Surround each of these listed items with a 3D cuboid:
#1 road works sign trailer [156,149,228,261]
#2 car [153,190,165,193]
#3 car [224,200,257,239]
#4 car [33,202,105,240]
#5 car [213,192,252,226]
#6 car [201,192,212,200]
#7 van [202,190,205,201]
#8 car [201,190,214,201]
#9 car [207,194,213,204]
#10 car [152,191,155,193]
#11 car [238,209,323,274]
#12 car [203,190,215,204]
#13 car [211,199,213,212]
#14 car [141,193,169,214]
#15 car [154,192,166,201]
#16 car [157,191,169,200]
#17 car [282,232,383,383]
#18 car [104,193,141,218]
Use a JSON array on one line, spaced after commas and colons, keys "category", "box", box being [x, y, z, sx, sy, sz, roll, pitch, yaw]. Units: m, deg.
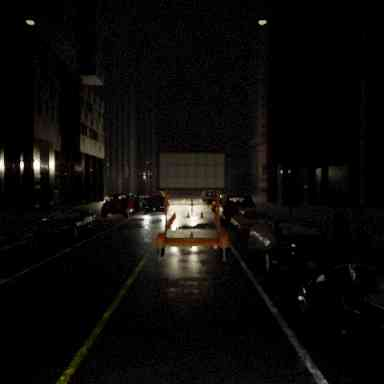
[{"category": "road works sign trailer", "box": [0.004, 0.322, 11.664, 2.380, 3.560, 2.880, 0, 1, 0]}, {"category": "car", "box": [-5.749, 0.657, 54.685, 2.192, 1.841, 5.009, 0, 1, 0]}, {"category": "car", "box": [2.765, 1.335, 15.647, 1.752, 1.417, 4.829, 0, 1, 0]}, {"category": "car", "box": [-5.760, 1.362, 15.476, 2.008, 1.369, 4.403, 0, 1, 0]}, {"category": "car", "box": [2.766, 1.059, 21.076, 2.192, 1.841, 5.009, 0, 1, 0]}, {"category": "car", "box": [2.780, 0.759, 65.890, 2.008, 1.369, 4.403, 0, 1, 0]}, {"category": "van", "box": [2.774, 0.750, 49.083, 1.690, 1.788, 3.998, 0, 1, 0]}, {"category": "car", "box": [2.778, 0.590, 60.286, 2.192, 1.841, 5.009, 0, 1, 0]}, {"category": "car", "box": [2.770, 1.176, 32.282, 1.947, 1.339, 4.313, 0, 1, 0]}, {"category": "car", "box": [-5.754, 0.983, 37.881, 1.967, 1.590, 4.097, 0, 1, 0]}, {"category": "car", "box": [2.763, 1.430, 9.876, 2.008, 1.369, 4.403, 0, 1, 0]}, {"category": "car", "box": [2.773, 0.916, 43.483, 1.967, 1.590, 4.097, 0, 1, 0]}, {"category": "car", "box": [2.768, 1.259, 26.681, 1.802, 1.307, 4.206, 0, 1, 0]}, {"category": "car", "box": [-3.088, 1.146, 29.661, 1.837, 1.490, 4.892, 0, 1, 0]}, {"category": "car", "box": [-5.747, 0.802, 60.120, 1.752, 1.417, 4.829, 0, 1, 0]}, {"category": "car", "box": [-5.745, 0.648, 65.890, 1.967, 1.590, 4.097, 0, 1, 0]}, {"category": "car", "box": [2.762, 1.513, 4.275, 1.947, 1.339, 4.313, 0, 1, 0]}, {"category": "car", "box": [-5.758, 0.992, 26.677, 2.192, 1.841, 5.009, 0, 1, 0]}]
